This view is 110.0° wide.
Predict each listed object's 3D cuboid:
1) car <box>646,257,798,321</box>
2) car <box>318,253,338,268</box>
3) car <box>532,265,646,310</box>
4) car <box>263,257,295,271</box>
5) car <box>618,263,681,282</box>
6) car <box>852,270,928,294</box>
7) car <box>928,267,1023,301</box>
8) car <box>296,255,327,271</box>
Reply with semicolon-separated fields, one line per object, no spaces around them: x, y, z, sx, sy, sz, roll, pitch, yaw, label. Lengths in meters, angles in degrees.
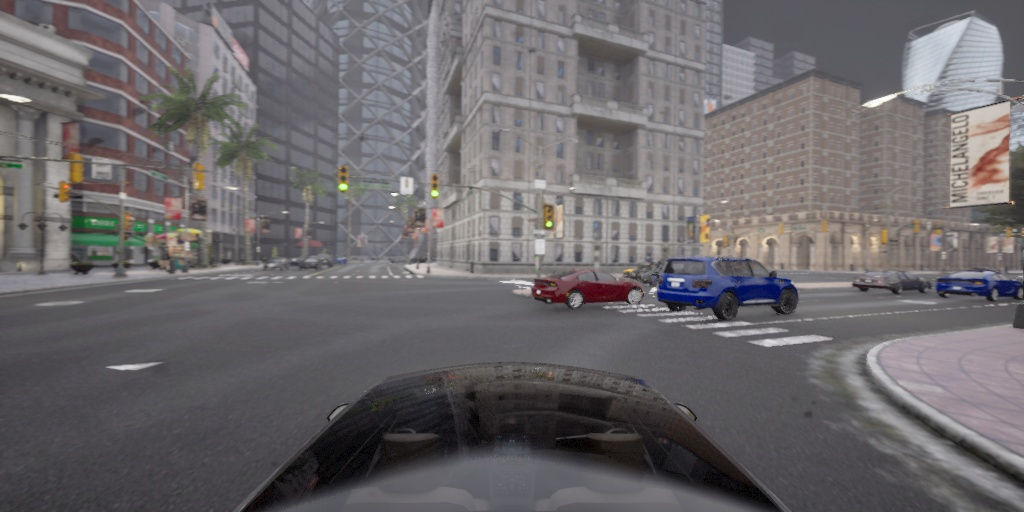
7.853;1.072;13.045;5.566;2.045;2.150;1;-1;-25;car
-27.245;0.625;52.059;2.150;2.045;5.566;1;0;-20;car
3.245;1.270;14.955;5.008;1.535;1.882;1;-1;-27;car
-27.097;0.896;41.404;2.128;1.511;4.902;1;0;-20;car
11.789;1.380;30.672;5.008;1.535;1.882;1;0;-20;car
24.147;1.607;22.811;5.357;1.411;2.033;1;0;-21;car
25.589;1.556;19.615;5.008;1.535;1.882;1;0;-20;car
-23.895;0.923;42.839;1.882;1.535;5.008;1;0;-20;car
